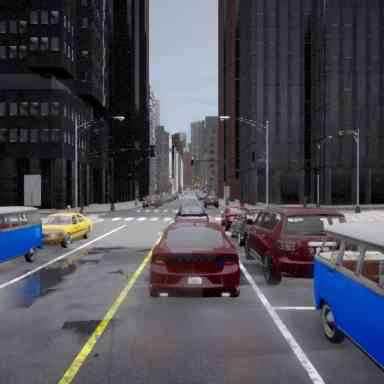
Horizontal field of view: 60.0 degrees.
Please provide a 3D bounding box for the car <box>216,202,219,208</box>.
[{"bbox_3d":[2.748,1.547,20.450,1.887,1.381,4.507,0,0,0],"label":"car"}]

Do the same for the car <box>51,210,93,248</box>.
[{"bbox_3d":[-5.775,1.526,14.761,1.752,1.417,4.829,0,0,0],"label":"car"}]

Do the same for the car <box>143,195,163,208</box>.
[{"bbox_3d":[-5.794,1.334,47.496,2.192,1.841,5.009,0,0,0],"label":"car"}]

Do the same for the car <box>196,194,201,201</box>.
[{"bbox_3d":[2.708,1.636,86.997,1.887,1.381,4.507,0,0,0],"label":"car"}]

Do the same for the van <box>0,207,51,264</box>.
[{"bbox_3d":[-5.774,1.341,9.407,1.690,1.788,3.998,0,0,0],"label":"van"}]

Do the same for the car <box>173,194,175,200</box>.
[{"bbox_3d":[-5.814,1.621,81.355,1.887,1.381,4.507,0,0,0],"label":"car"}]

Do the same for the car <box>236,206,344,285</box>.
[{"bbox_3d":[2.756,1.315,9.400,2.192,1.841,5.009,0,0,0],"label":"car"}]

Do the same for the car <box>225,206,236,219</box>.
[{"bbox_3d":[2.752,1.551,14.925,2.008,1.369,4.403,0,0,0],"label":"car"}]

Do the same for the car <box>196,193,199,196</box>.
[{"bbox_3d":[2.705,1.670,92.642,1.947,1.339,4.313,0,0,0],"label":"car"}]

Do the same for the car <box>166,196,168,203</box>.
[{"bbox_3d":[-5.800,1.597,58.782,1.947,1.339,4.313,0,0,0],"label":"car"}]

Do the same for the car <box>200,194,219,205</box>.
[{"bbox_3d":[2.730,1.334,47.491,2.192,1.841,5.009,0,0,0],"label":"car"}]

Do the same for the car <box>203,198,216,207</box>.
[{"bbox_3d":[2.728,1.591,53.135,1.947,1.339,4.313,0,0,0],"label":"car"}]

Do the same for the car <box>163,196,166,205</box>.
[{"bbox_3d":[-5.798,1.340,53.139,2.192,1.841,5.009,0,0,0],"label":"car"}]

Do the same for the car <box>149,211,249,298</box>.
[{"bbox_3d":[0.062,1.477,8.589,1.882,1.535,5.008,0,0,0],"label":"car"}]

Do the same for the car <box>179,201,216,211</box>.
[{"bbox_3d":[-0.009,1.493,18.998,2.128,1.511,4.902,0,0,0],"label":"car"}]

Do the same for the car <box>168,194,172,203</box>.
[{"bbox_3d":[-5.807,1.617,70.069,1.947,1.339,4.313,0,0,0],"label":"car"}]

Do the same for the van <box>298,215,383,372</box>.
[{"bbox_3d":[2.761,1.341,3.874,1.690,1.788,3.998,0,0,0],"label":"van"}]
